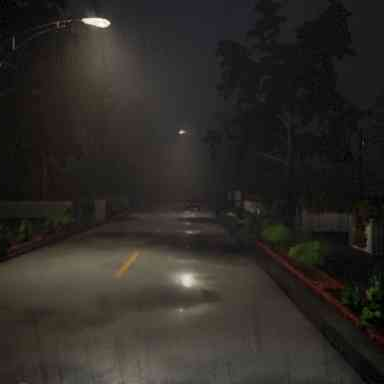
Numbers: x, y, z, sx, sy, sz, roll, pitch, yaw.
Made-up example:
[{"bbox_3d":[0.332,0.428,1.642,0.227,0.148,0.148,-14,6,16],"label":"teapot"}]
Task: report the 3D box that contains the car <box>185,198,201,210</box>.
[{"bbox_3d":[0.091,1.476,41.994,2.033,1.411,5.357,0,0,0],"label":"car"}]
